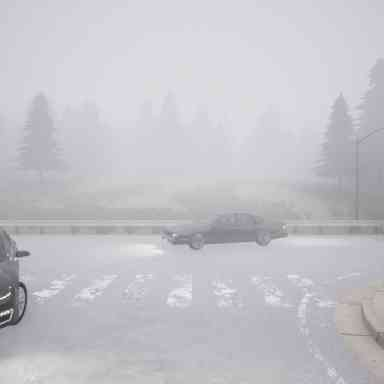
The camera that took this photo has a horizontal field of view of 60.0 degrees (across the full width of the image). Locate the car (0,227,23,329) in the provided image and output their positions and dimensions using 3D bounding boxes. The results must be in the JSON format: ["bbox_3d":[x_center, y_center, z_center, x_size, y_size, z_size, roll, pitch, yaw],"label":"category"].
[{"bbox_3d":[-4.458,1.506,6.587,1.837,1.490,4.892,0,0,-28],"label":"car"}]

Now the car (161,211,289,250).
[{"bbox_3d":[1.457,1.549,14.229,5.357,1.411,2.033,0,0,-20],"label":"car"}]

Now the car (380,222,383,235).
[{"bbox_3d":[11.236,1.493,15.109,4.902,1.511,2.128,0,0,0],"label":"car"}]
